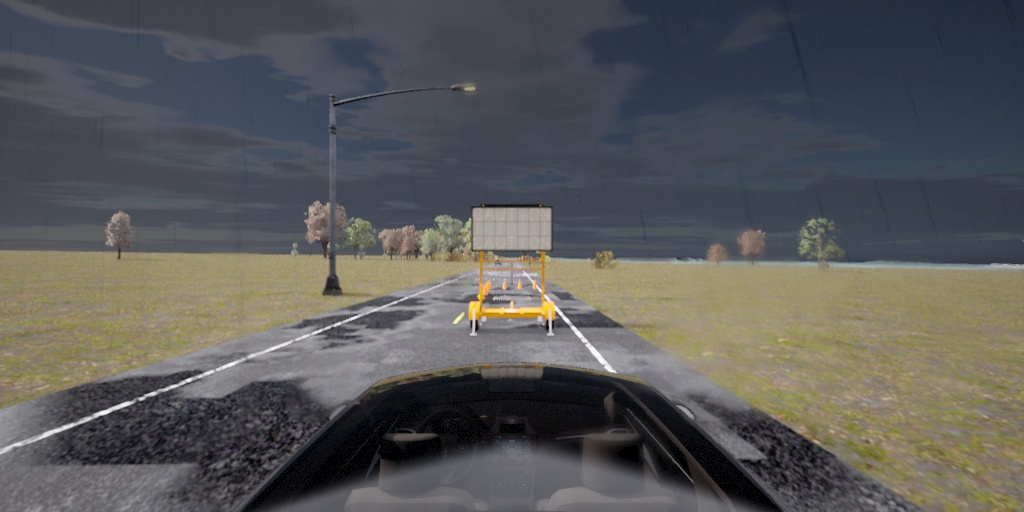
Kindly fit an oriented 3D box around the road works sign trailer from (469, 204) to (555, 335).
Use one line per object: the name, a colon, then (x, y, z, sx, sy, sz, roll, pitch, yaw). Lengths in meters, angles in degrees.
road works sign trailer: (0.000, 0.271, 10.662, 2.380, 3.560, 2.880, 0, 0, 0)
